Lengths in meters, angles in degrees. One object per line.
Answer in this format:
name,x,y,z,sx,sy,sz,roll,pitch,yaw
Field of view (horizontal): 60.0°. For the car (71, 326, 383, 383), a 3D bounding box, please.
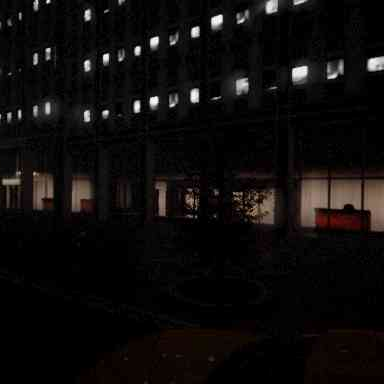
car,1.122,1.525,2.066,4.829,1.417,1.752,0,1,36
